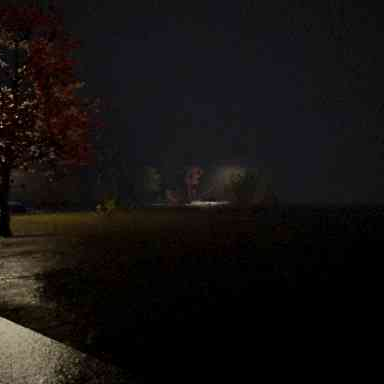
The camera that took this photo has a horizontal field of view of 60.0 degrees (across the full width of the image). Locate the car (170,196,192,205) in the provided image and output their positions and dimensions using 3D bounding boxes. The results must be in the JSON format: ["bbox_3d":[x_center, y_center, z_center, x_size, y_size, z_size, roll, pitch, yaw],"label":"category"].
[{"bbox_3d":[-1.953,1.549,60.825,1.882,1.535,5.008,1,1,32],"label":"car"}]

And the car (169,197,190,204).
[{"bbox_3d":[-2.515,1.641,66.584,1.895,1.301,4.718,1,0,32],"label":"car"}]

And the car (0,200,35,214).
[{"bbox_3d":[-18.968,1.591,35.306,1.994,1.385,4.181,1,1,35],"label":"car"}]

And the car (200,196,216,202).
[{"bbox_3d":[3.554,1.524,69.766,1.895,1.301,4.718,1,0,31],"label":"car"}]
